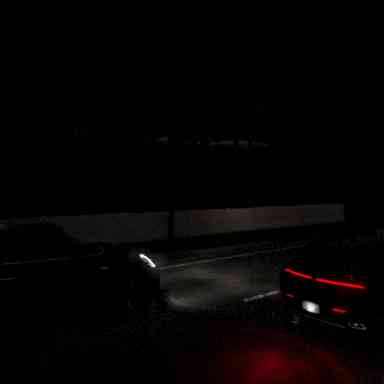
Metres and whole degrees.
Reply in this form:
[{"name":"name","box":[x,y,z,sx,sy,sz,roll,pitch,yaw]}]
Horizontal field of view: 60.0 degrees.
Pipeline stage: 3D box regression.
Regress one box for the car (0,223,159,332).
[{"name":"car","box":[-2.853,1.346,6.008,4.553,1.767,2.097,0,0,-36]}]

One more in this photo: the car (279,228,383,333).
[{"name":"car","box":[3.764,1.469,6.422,4.892,1.490,1.837,-1,0,-35]}]
